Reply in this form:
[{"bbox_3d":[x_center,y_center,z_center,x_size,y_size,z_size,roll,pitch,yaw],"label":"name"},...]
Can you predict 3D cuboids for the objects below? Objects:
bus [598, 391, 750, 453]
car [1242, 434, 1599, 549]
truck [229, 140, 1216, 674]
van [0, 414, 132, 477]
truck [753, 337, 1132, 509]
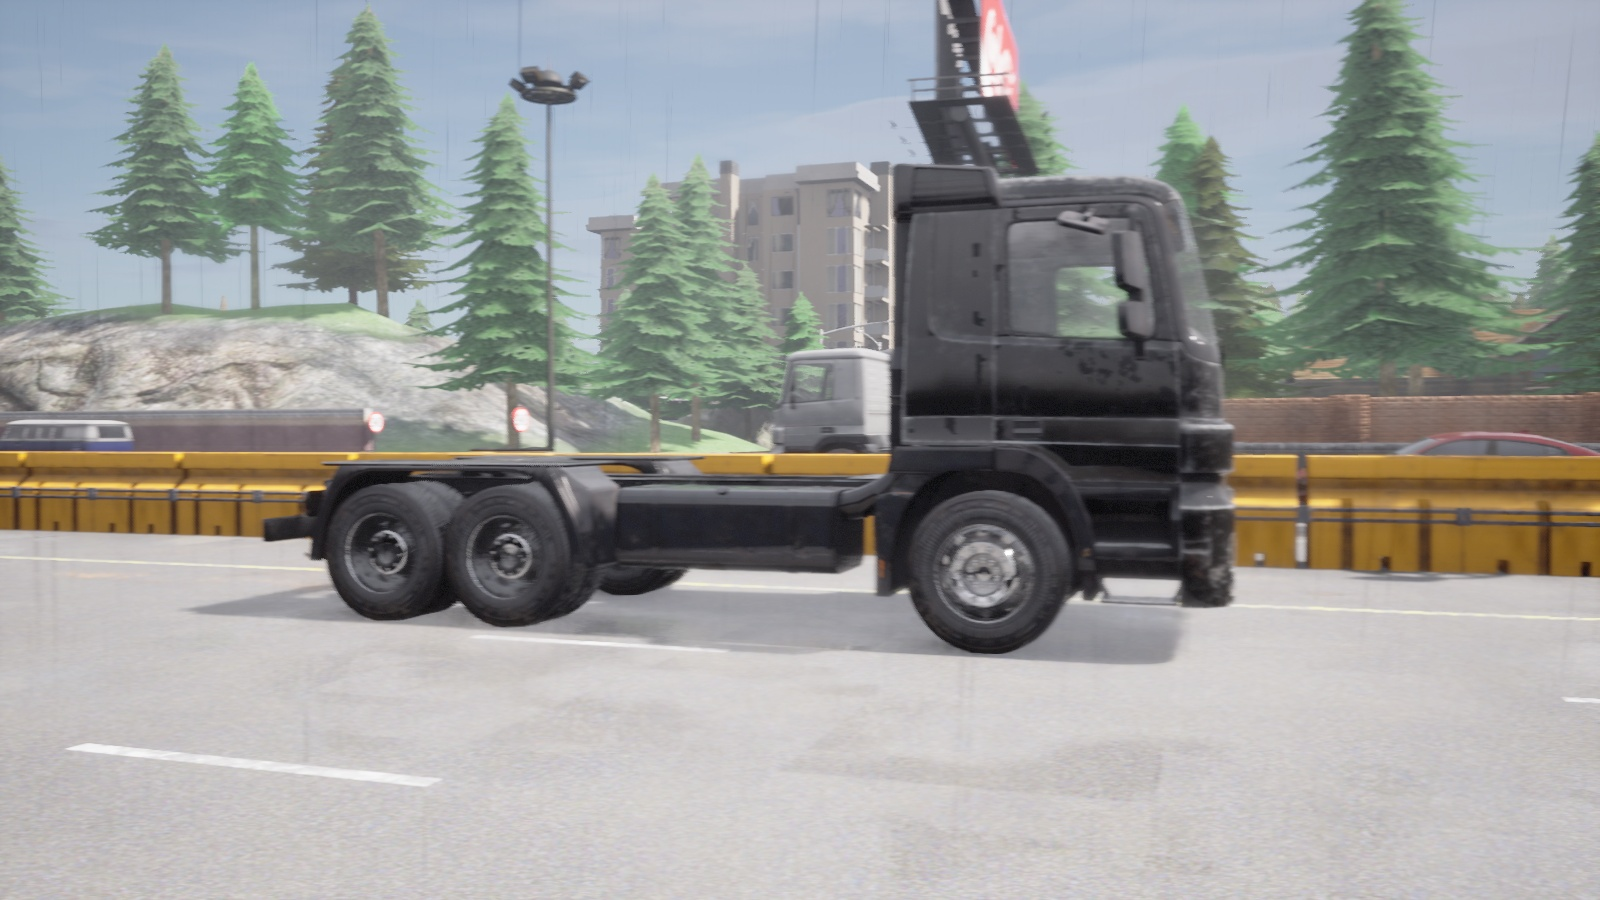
[{"bbox_3d":[-9.167,-2.070,91.649,10.273,4.253,3.944,1,1,19],"label":"bus"},{"bbox_3d":[9.209,0.542,18.554,5.008,1.535,1.882,1,1,19],"label":"car"},{"bbox_3d":[-0.631,-0.332,10.784,7.936,3.462,2.891,1,1,19],"label":"truck"},{"bbox_3d":[-24.250,-0.179,40.945,4.442,1.987,1.775,1,1,19],"label":"van"},{"bbox_3d":[3.194,-0.593,27.964,7.936,3.462,2.891,1,1,19],"label":"truck"}]
